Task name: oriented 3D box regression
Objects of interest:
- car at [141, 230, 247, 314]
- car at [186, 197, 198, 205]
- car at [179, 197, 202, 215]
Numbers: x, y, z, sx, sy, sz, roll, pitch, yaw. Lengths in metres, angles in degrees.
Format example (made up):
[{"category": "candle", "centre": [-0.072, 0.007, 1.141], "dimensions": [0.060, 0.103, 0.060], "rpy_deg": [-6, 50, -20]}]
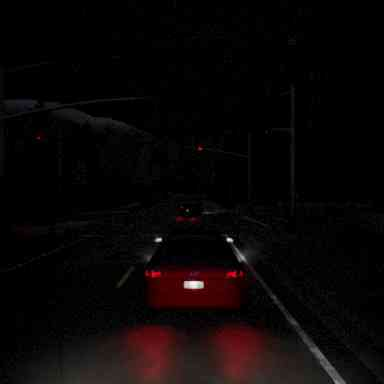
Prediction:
[{"category": "car", "centre": [0.052, 1.561, 7.722], "dimensions": [1.994, 1.385, 4.181], "rpy_deg": [0, 0, 1]}, {"category": "car", "centre": [0.033, 1.543, 58.132], "dimensions": [1.994, 1.385, 4.181], "rpy_deg": [0, 0, 0]}, {"category": "car", "centre": [-0.082, 1.515, 33.103], "dimensions": [1.812, 1.442, 4.674], "rpy_deg": [1, 0, 8]}]
